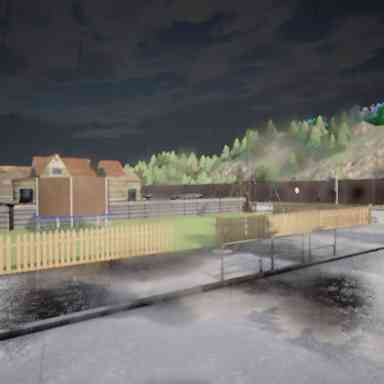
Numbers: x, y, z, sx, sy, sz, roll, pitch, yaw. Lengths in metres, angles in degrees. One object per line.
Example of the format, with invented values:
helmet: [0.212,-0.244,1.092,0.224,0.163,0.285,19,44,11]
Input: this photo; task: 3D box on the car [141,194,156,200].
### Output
car: [-8.596,0.883,59.154,1.895,1.301,4.718,-1,1,-36]

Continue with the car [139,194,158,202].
car: [-8.761,1.106,66.251,1.812,1.442,4.674,-1,1,-36]

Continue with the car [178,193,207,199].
car: [0.597,0.986,46.176,2.097,1.767,4.553,-1,0,-35]

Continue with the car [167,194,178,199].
car: [-2.648,1.084,57.814,1.837,1.490,4.892,-1,0,-35]

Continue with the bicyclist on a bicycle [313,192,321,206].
bicyclist on a bicycle: [15.143,0.868,40.281,1.656,1.620,0.582,-1,1,-36]
